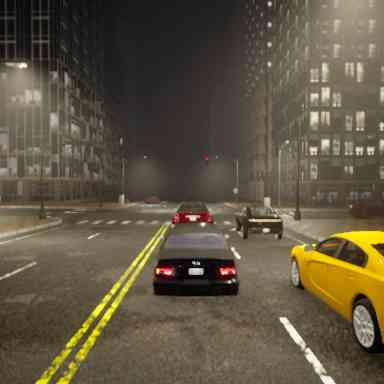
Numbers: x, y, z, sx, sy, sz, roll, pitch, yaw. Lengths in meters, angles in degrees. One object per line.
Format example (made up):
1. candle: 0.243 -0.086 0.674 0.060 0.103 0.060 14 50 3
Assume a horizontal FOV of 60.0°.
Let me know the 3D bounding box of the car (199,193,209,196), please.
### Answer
1. car: 2.944 1.132 79.755 2.097 1.767 4.553 0 0 0

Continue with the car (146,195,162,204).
1. car: -6.793 1.454 57.720 1.895 1.301 4.718 0 0 0

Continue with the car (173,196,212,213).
1. car: 0.033 1.310 18.046 2.097 1.767 4.553 0 0 0

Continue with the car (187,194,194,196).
1. car: -0.306 1.329 79.774 1.994 1.385 4.181 0 0 0

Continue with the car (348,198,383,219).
1. car: 16.092 1.469 28.665 5.009 1.841 2.192 1 1 1

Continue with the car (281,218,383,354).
1. car: 3.329 1.464 6.118 1.882 1.535 5.008 0 -1 0

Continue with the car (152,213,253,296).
1. car: 0.066 1.527 8.732 2.033 1.411 5.357 0 0 0

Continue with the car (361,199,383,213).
1. car: 21.669 1.578 36.973 4.829 1.417 1.752 1 1 1

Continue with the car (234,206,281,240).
1. car: 3.277 1.452 16.877 2.128 1.511 4.902 0 0 1

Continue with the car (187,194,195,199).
1. car: -0.345 1.136 89.809 1.994 1.385 4.181 0 0 0

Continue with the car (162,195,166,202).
1. car: -6.781 1.402 73.002 1.895 1.301 4.718 0 0 0

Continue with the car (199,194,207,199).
1. car: 2.905 1.136 89.821 1.994 1.385 4.181 0 0 0
